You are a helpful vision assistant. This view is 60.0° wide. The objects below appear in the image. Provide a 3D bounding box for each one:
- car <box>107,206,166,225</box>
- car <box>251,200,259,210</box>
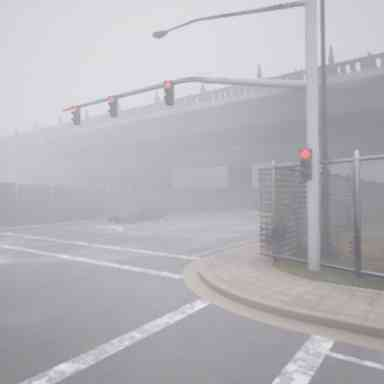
[{"bbox_3d":[-4.400,1.844,27.360,2.033,1.411,5.357,-1,0,35],"label":"car"},{"bbox_3d":[10.060,1.820,47.714,1.812,1.442,4.674,-1,0,35],"label":"car"}]
